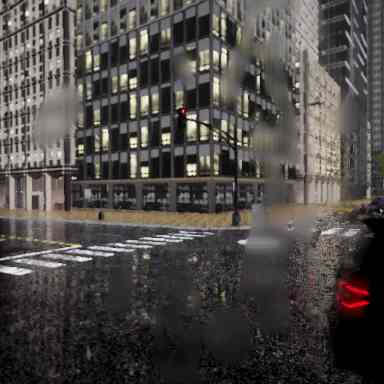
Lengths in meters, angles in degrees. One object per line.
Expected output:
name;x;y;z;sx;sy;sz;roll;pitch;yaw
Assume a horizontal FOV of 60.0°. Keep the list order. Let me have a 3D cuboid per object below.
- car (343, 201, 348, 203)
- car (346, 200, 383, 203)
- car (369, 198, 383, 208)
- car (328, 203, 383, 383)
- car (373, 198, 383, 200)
car;14.064;1.505;30.206;1.752;1.417;4.829;-1;0;36
car;12.725;1.548;23.901;1.994;1.385;4.181;0;0;36
car;27.321;1.527;48.662;1.947;1.339;4.313;-1;0;36
car;4.099;1.226;2.682;5.566;2.045;2.150;0;0;35
car;19.427;1.524;33.206;2.033;1.411;5.357;0;0;36
